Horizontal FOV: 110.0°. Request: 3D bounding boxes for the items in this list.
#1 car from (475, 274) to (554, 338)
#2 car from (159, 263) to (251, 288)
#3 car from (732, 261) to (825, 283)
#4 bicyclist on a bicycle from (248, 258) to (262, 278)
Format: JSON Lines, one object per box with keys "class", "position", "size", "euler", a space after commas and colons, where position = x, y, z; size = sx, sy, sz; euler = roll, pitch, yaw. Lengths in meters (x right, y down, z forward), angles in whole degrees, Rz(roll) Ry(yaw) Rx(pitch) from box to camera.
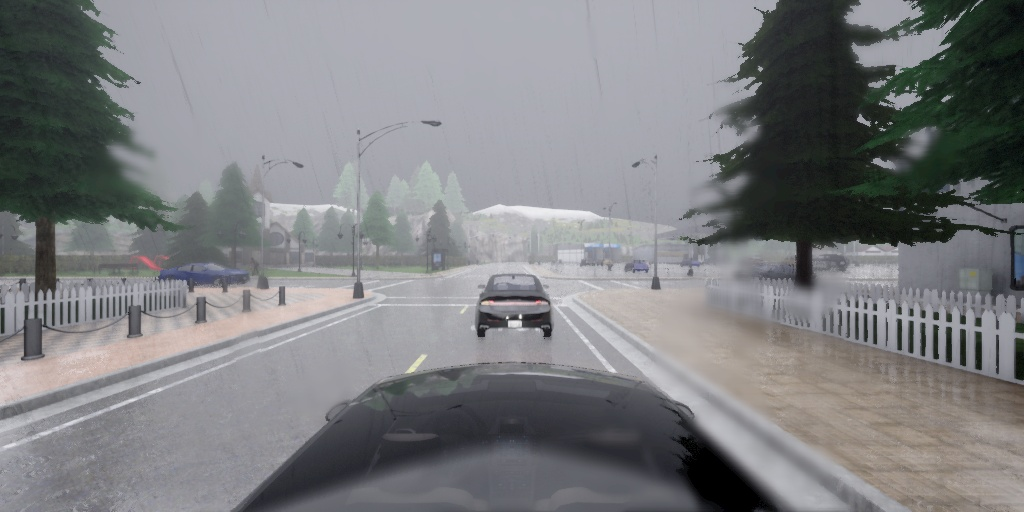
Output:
{"class": "car", "position": [0.043, 1.242, 10.118], "size": [2.128, 1.511, 4.902], "euler": [0, 0, 0]}
{"class": "car", "position": [-19.523, 1.212, 22.949], "size": [5.008, 1.535, 1.882], "euler": [0, 0, 0]}
{"class": "car", "position": [19.284, 1.282, 26.354], "size": [5.357, 1.411, 2.033], "euler": [0, 0, 0]}
{"class": "bicyclist on a bicycle", "position": [-21.853, 1.035, 30.451], "size": [0.582, 1.620, 1.656], "euler": [0, 0, 0]}
